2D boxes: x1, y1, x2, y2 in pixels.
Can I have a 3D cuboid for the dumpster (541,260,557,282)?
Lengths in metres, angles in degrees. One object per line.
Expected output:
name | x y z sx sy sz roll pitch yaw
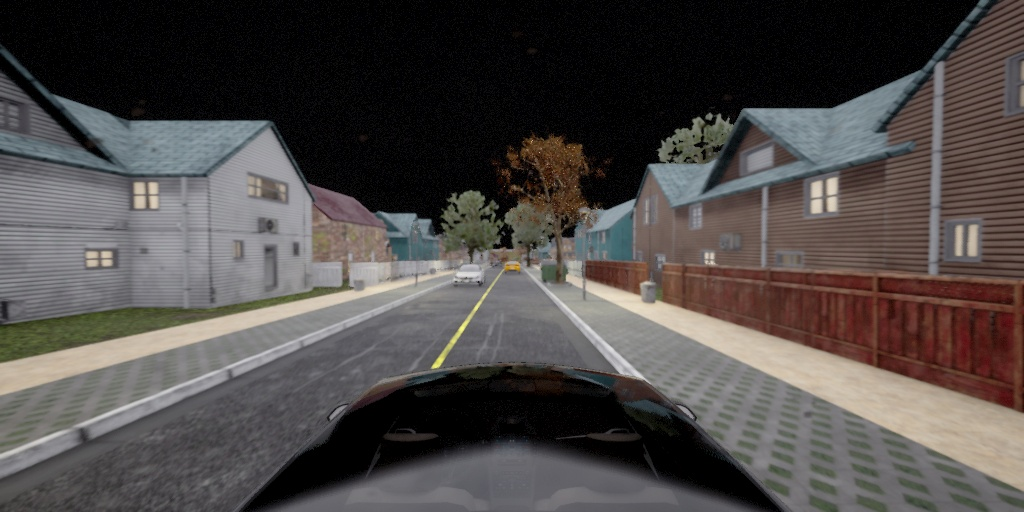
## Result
dumpster | 3.012 1.190 27.317 1.020 1.700 1.940 0 0 0

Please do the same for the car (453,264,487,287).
car | -2.843 1.311 24.735 1.812 1.442 4.674 0 0 0

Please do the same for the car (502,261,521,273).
car | 0.081 1.364 45.446 1.882 1.535 5.008 0 -1 0

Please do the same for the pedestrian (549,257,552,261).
pedestrian | 3.013 0.941 28.317 0.375 1.860 0.375 -2 1 -1
